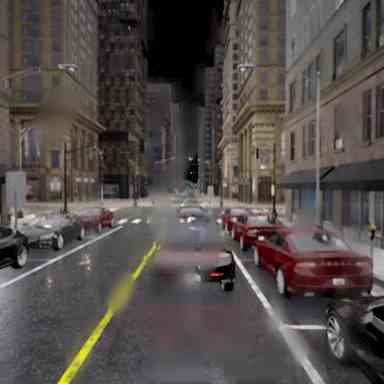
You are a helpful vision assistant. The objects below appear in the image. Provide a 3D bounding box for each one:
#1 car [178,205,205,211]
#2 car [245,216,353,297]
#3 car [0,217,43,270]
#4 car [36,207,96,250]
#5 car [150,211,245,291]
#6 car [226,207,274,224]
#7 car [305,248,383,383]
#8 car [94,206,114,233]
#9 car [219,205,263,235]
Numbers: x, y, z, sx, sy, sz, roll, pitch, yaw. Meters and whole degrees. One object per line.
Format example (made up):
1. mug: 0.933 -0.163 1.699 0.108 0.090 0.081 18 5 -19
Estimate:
1. car: -0.036 1.489 18.065 1.837 1.490 4.892 0 0 0
2. car: 2.736 1.537 8.437 1.887 1.381 4.507 -1 0 0
3. car: -5.789 1.558 8.420 1.947 1.339 4.313 -1 0 0
4. car: -5.800 1.538 13.925 2.008 1.369 4.403 -1 0 0
5. car: 0.035 1.483 8.961 2.128 1.511 4.902 0 0 0
6. car: 2.725 1.532 13.942 1.887 1.381 4.507 -1 0 0
7. car: 2.747 1.563 2.932 1.947 1.339 4.313 -1 0 0
8. car: -5.812 1.527 19.431 1.887 1.381 4.507 -1 0 0
9. car: 2.713 1.527 19.448 1.887 1.381 4.507 -1 0 0
